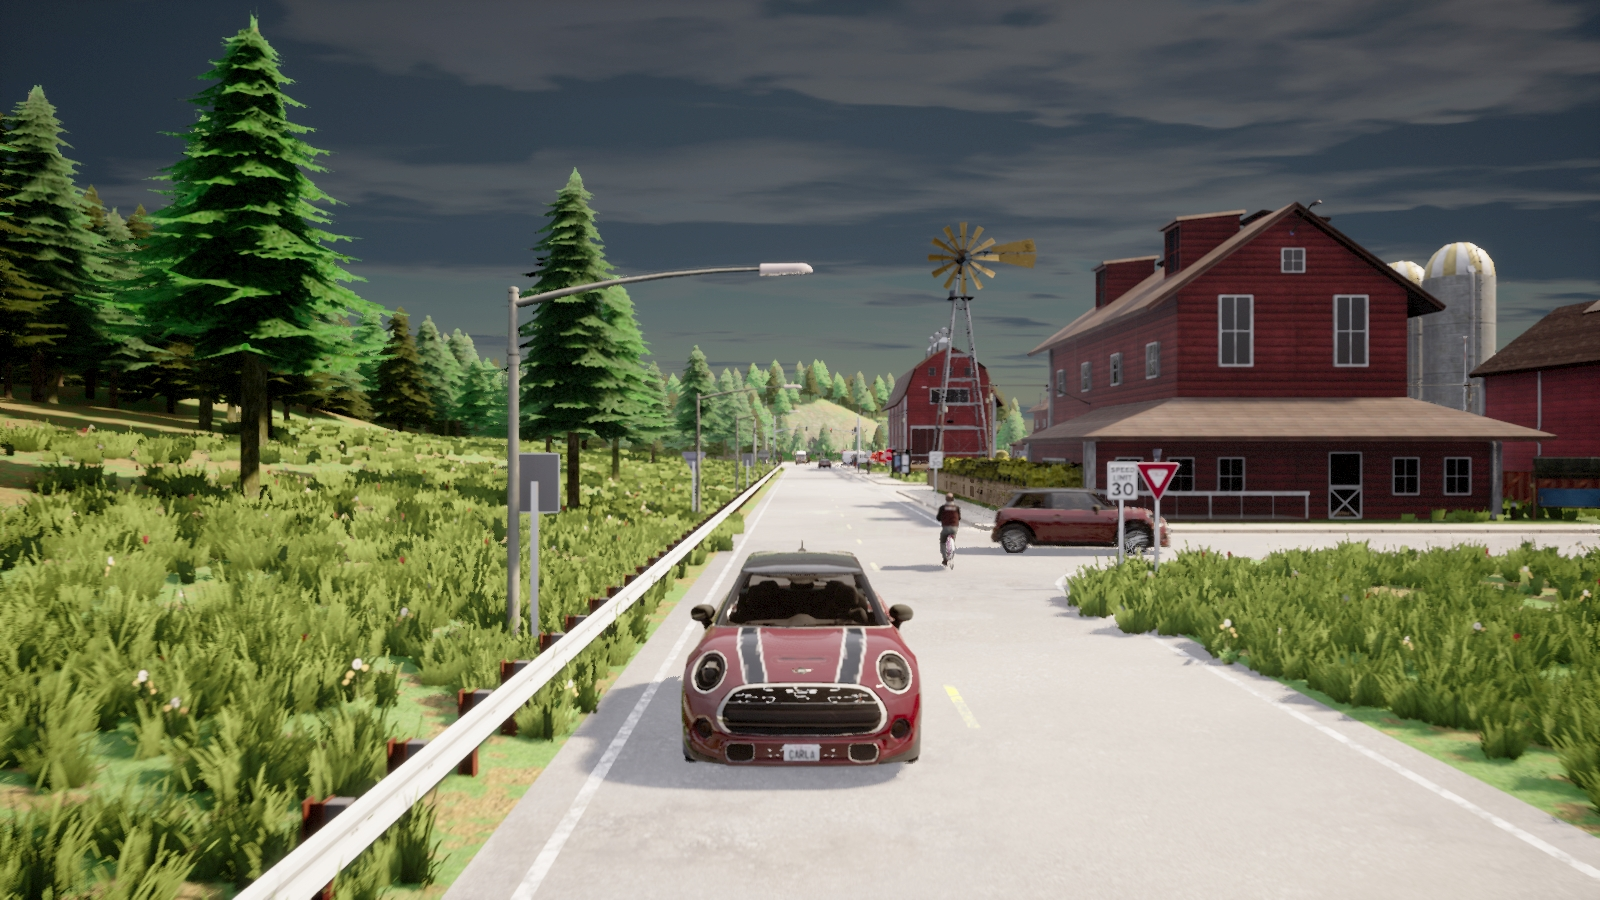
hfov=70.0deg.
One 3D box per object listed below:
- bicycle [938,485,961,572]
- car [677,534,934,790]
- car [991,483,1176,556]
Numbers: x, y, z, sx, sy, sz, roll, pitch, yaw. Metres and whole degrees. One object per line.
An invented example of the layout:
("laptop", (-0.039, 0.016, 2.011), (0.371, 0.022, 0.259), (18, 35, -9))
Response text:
("bicycle", (3.507, 1.809, 26.875), (0.329, 1.919, 1.835), (0, 0, 0))
("car", (0.052, 1.905, 11.633), (2.097, 1.767, 4.553), (0, 0, 0))
("car", (7.466, 1.787, 30.193), (4.553, 1.767, 2.097), (-1, 0, 15))
